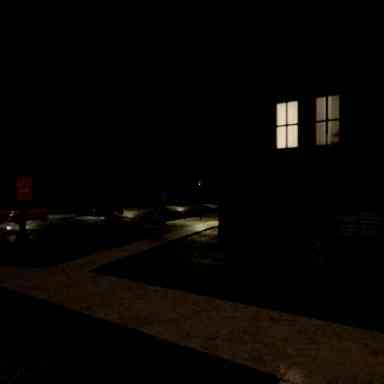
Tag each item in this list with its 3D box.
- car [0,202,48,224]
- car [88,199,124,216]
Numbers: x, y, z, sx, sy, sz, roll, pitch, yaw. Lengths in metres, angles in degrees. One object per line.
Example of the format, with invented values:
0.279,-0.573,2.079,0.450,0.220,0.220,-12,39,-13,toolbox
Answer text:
-14.915,1.794,29.183,2.097,1.767,4.553,0,-1,18,car
-10.658,1.889,41.901,2.150,2.045,5.566,0,-1,19,car
